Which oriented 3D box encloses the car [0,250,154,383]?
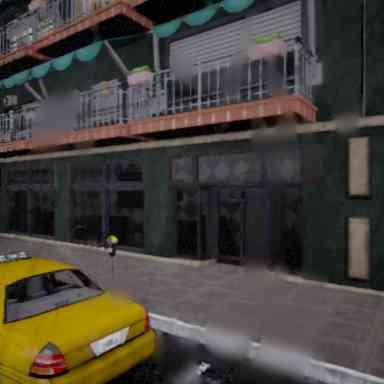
[{"bbox_3d":[-2.734,1.532,4.817,4.829,1.417,1.752,0,0,35],"label":"car"}]
